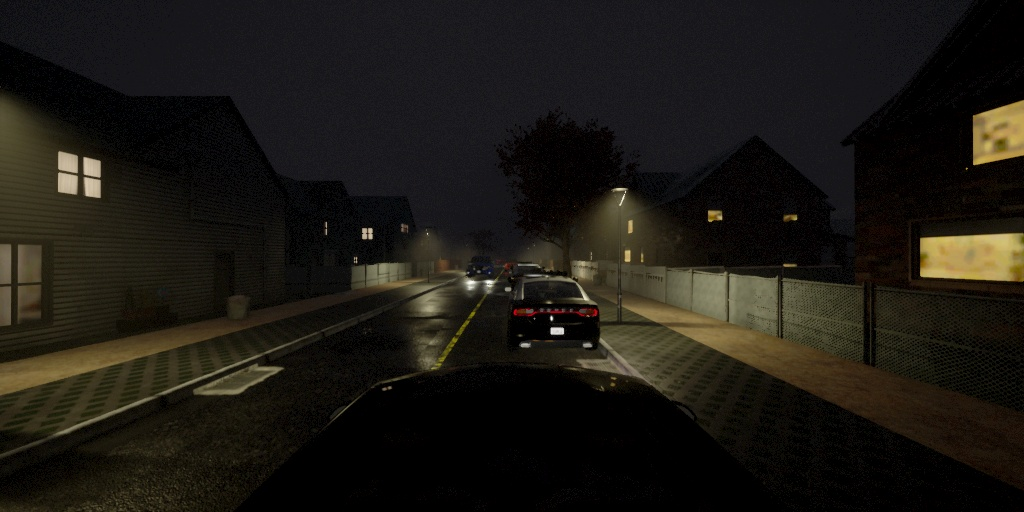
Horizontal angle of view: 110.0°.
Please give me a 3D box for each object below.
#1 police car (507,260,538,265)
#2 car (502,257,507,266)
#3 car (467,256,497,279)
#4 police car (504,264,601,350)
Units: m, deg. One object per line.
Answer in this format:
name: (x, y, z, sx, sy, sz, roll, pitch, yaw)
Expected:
police car: (0.853, 1.184, 19.178, 1.930, 1.638, 5.238, 0, 0, 0)
car: (0.116, 1.209, 47.991, 2.097, 1.767, 4.553, 0, 0, 1)
car: (-2.799, 0.996, 32.928, 2.150, 2.045, 5.566, 0, 0, 0)
police car: (0.837, 1.178, 9.177, 1.930, 1.638, 5.238, 0, 0, 0)
